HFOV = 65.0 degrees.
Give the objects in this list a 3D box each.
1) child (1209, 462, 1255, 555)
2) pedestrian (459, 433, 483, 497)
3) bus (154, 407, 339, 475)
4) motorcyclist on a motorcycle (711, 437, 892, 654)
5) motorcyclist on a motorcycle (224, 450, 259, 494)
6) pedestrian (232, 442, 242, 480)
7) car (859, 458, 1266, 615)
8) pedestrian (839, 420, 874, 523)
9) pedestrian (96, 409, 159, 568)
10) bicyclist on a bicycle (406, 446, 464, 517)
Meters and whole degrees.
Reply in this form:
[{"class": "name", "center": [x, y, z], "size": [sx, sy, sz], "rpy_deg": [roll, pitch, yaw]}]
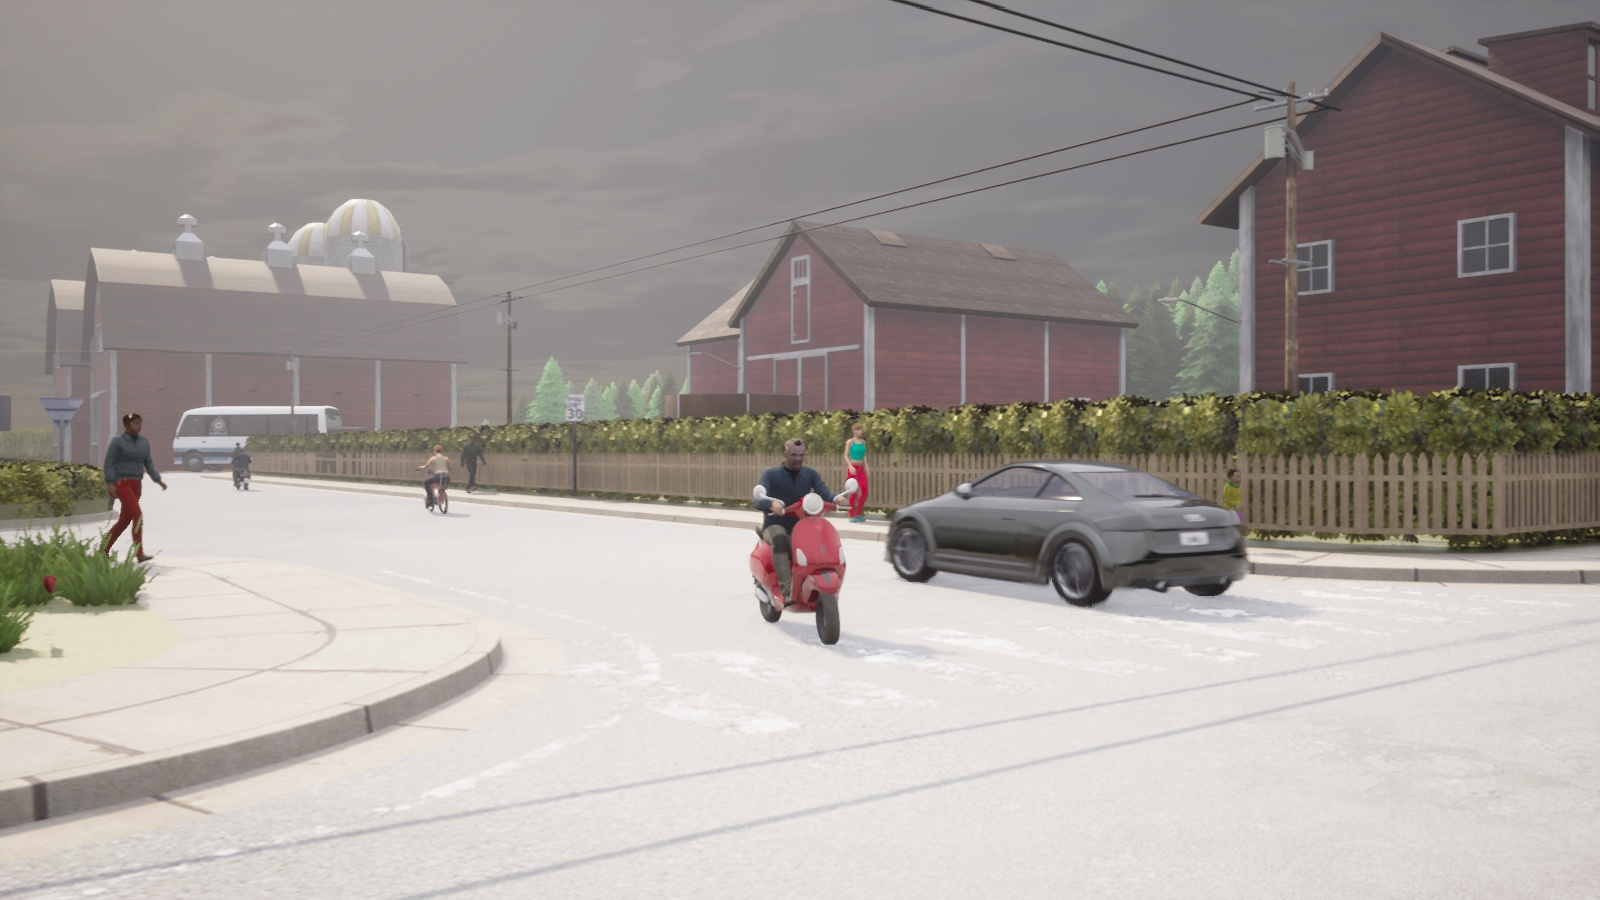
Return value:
[{"class": "child", "center": [5.524, 0.740, 16.073], "size": [0.299, 1.160, 0.473], "rpy_deg": [0, 0, -32]}, {"class": "pedestrian", "center": [-10.079, 0.448, 38.426], "size": [0.423, 1.949, 0.788], "rpy_deg": [0, 0, -37]}, {"class": "bus", "center": [-35.786, -0.542, 81.577], "size": [10.273, 4.253, 3.944], "rpy_deg": [-1, -1, 0]}, {"class": "motorcyclist on a motorcycle", "center": [-0.036, 0.696, 10.207], "size": [0.866, 1.590, 1.817], "rpy_deg": [-1, 1, -21]}, {"class": "motorcyclist on a motorcycle", "center": [-20.959, 0.810, 47.083], "size": [0.866, 1.590, 1.817], "rpy_deg": [0, 0, -35]}, {"class": "pedestrian", "center": [-27.856, 0.549, 62.146], "size": [0.353, 1.847, 0.614], "rpy_deg": [0, 0, -36]}, {"class": "car", "center": [2.624, 0.788, 13.538], "size": [1.994, 1.385, 4.181], "rpy_deg": [0, 0, -30]}, {"class": "pedestrian", "center": [1.029, 0.386, 22.776], "size": [0.345, 1.836, 0.594], "rpy_deg": [0, 0, -33]}, {"class": "pedestrian", "center": [-7.938, 0.444, 14.827], "size": [0.614, 1.847, 0.353], "rpy_deg": [0, 0, 25]}, {"class": "bicyclist on a bicycle", "center": [-8.580, 0.724, 29.488], "size": [0.866, 1.612, 1.509], "rpy_deg": [0, 0, -35]}]
